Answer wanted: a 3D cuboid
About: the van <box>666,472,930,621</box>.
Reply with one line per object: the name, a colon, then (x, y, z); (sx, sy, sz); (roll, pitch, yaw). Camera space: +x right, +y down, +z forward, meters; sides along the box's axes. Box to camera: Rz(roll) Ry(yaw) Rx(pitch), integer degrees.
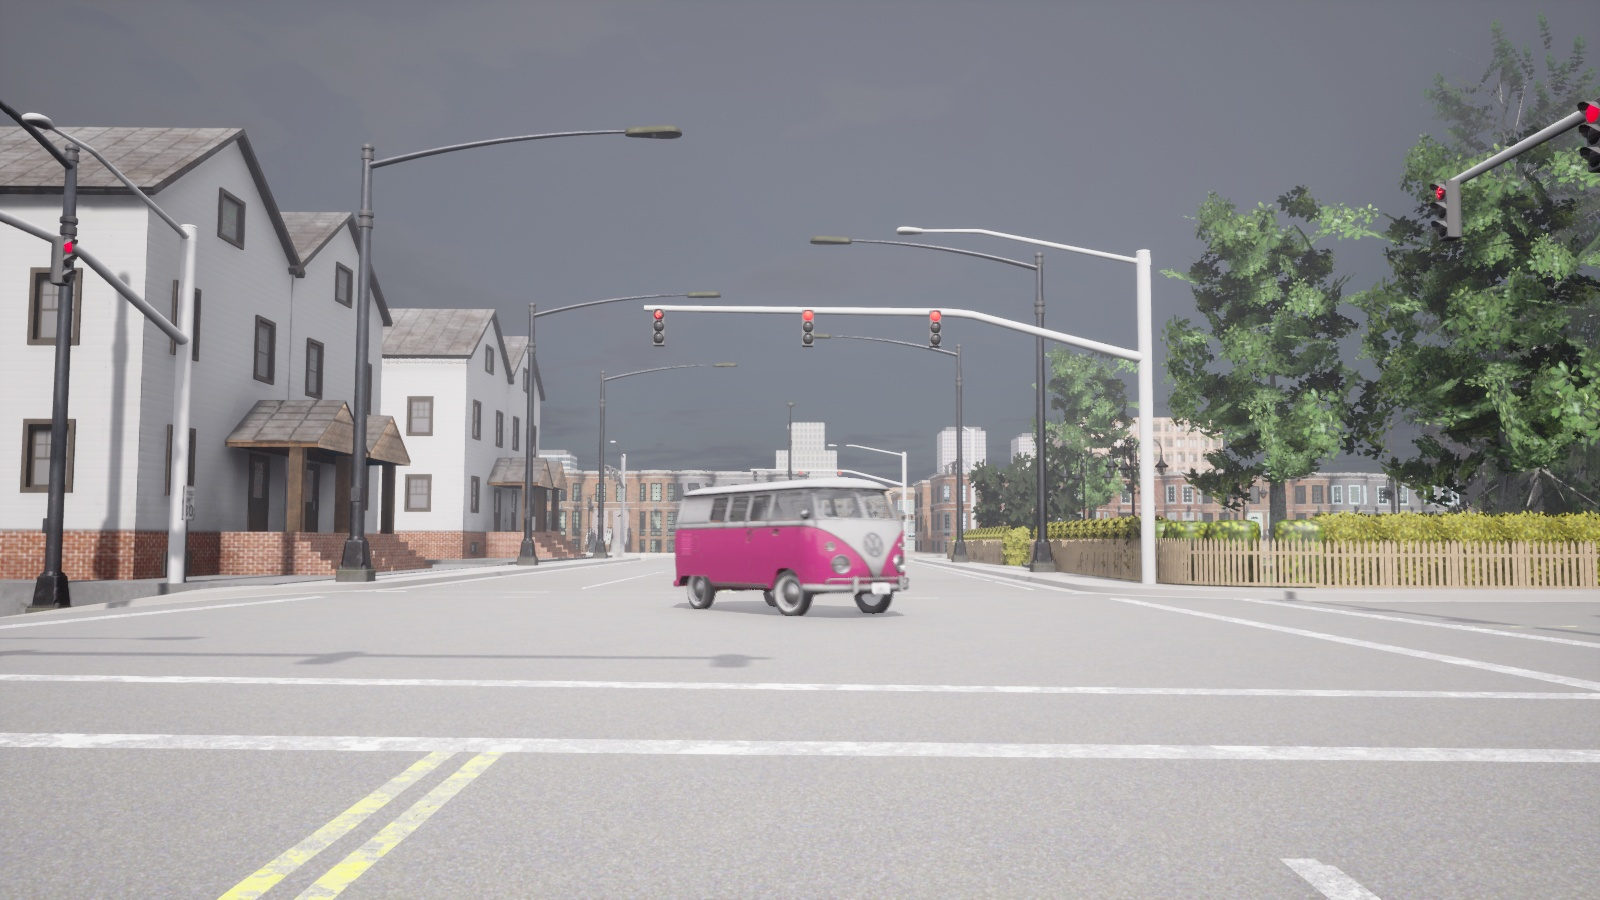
van: (-0.171, 1.476, 19.202); (1.775, 1.987, 4.442); (3, -6, -35)
